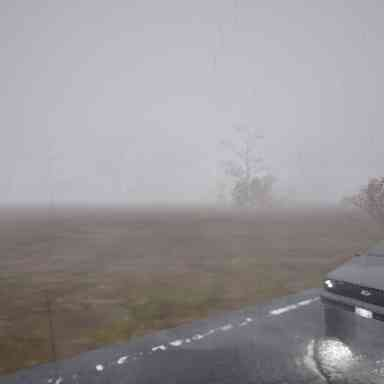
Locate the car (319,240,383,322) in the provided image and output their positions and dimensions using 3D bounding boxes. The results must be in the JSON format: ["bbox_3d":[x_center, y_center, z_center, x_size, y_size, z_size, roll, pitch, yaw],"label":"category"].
[{"bbox_3d":[4.927,1.548,6.864,5.357,1.411,2.033,0,0,-35],"label":"car"}]
